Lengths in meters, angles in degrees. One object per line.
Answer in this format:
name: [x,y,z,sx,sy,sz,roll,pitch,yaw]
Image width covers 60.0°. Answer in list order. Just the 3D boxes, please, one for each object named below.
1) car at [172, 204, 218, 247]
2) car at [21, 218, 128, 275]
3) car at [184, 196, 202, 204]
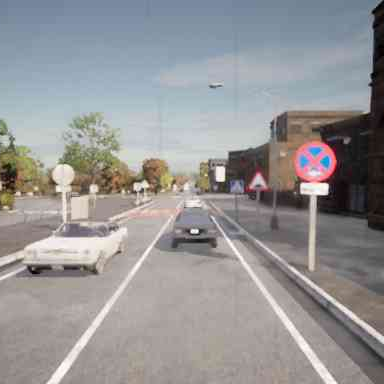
car: [0.096,1.467,14.670,2.033,1.411,5.357,0,0,0]
car: [-3.345,1.554,10.451,1.895,1.301,4.718,0,0,0]
car: [0.089,1.166,35.062,1.812,1.442,4.674,0,1,0]
